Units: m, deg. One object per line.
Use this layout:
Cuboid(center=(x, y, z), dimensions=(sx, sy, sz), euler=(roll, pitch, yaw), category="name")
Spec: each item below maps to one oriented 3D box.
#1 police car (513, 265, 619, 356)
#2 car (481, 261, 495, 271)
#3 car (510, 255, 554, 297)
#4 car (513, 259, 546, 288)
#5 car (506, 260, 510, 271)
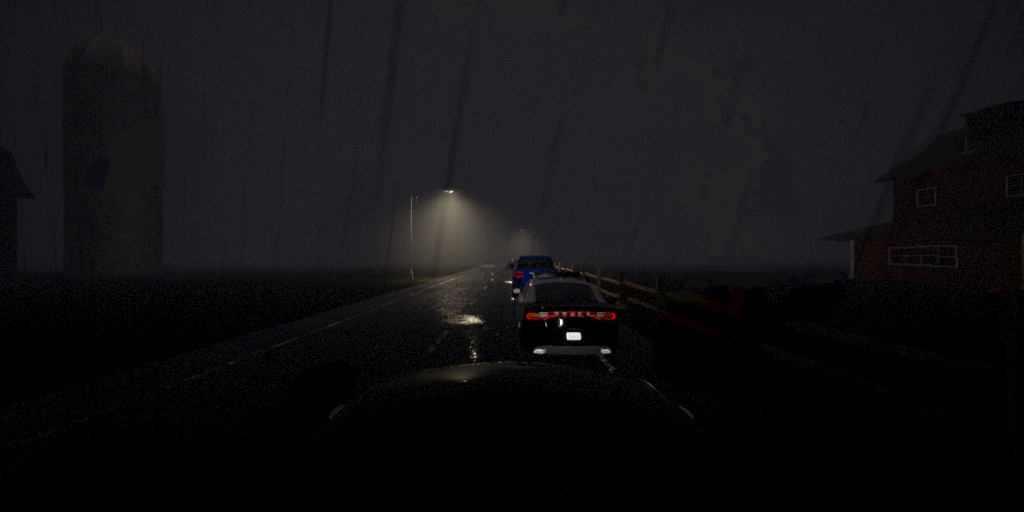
Cuboid(center=(1.069, 1.180, 8.757), dimensions=(1.930, 1.638, 5.238), euler=(0, 0, 0), category="police car")
Cuboid(center=(-3.387, 1.431, 51.143), dimensions=(1.895, 1.301, 4.718), euler=(0, 0, 0), category="car")
Cuboid(center=(1.091, 0.990, 18.679), dimensions=(2.150, 2.045, 5.566), euler=(0, 0, 0), category="car")
Cuboid(center=(1.103, 1.125, 24.619), dimensions=(2.097, 1.767, 4.553), euler=(0, 0, 0), category="car")
Cuboid(center=(0.162, 1.306, 50.371), dimensions=(1.882, 1.535, 5.008), euler=(0, 0, 1), category="car")
